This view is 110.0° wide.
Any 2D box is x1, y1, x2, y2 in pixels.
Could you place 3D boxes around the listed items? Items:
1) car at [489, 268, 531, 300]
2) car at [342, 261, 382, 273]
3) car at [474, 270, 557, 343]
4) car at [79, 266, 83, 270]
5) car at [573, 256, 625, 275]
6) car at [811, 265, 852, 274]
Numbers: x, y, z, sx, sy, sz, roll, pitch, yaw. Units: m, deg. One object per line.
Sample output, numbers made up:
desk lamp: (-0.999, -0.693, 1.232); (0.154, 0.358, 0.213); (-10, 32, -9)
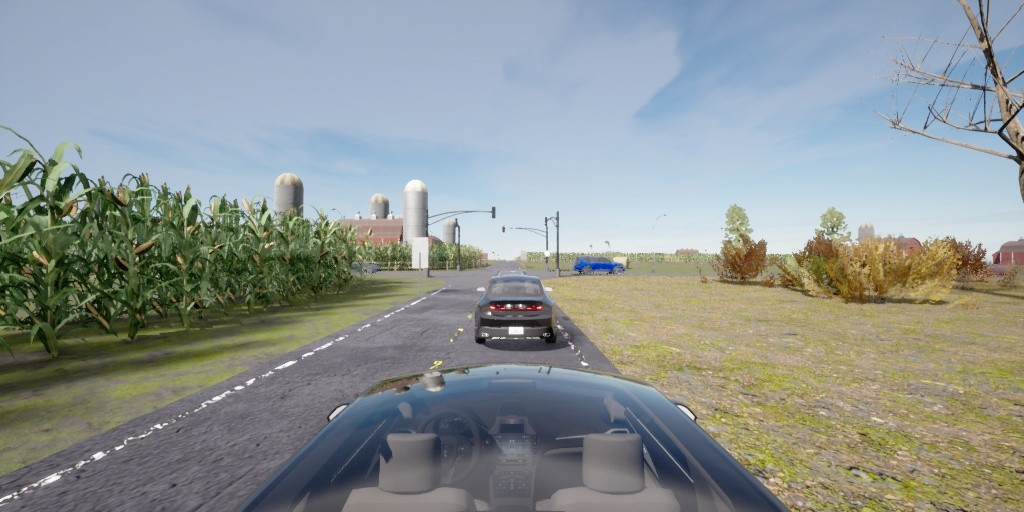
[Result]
car: (0.030, 1.360, 18.801); (1.895, 1.301, 4.718); (0, 0, 4)
car: (-16.022, 1.173, 37.854); (4.181, 1.385, 1.994); (1, -1, -3)
car: (0.078, 1.259, 9.649); (1.837, 1.490, 4.892); (0, 0, 0)
car: (-45.833, 0.855, 36.231); (5.008, 1.535, 1.882); (0, -1, -3)
car: (9.546, 1.052, 39.492); (5.566, 2.045, 2.150); (1, -1, -4)
car: (37.406, 1.444, 41.539); (4.553, 1.767, 2.097); (0, -1, -5)
